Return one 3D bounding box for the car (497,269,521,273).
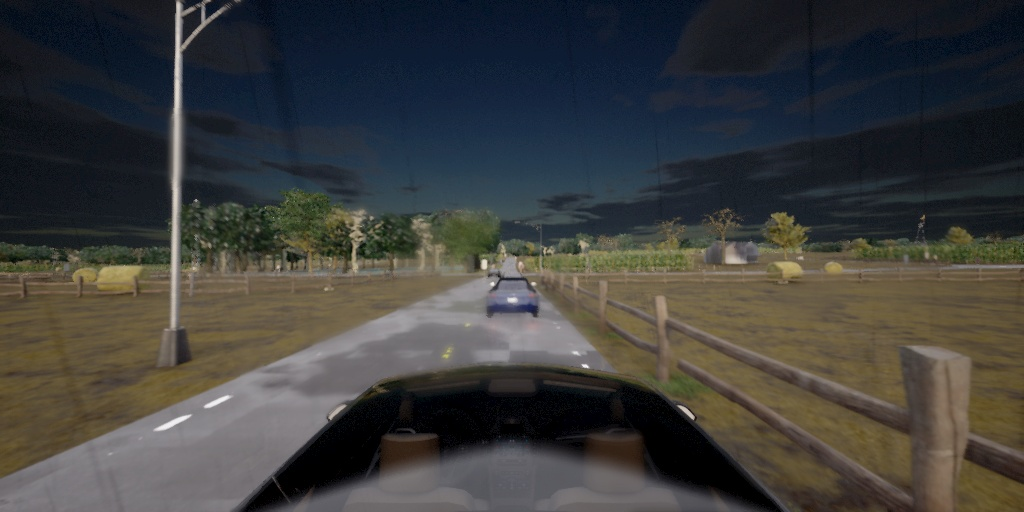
[{"bbox_3d":[0.040,1.917,28.565,1.895,1.301,4.718,0,-2,1],"label":"car"}]

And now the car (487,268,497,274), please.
[{"bbox_3d":[-2.820,2.675,56.640,1.882,1.535,5.008,0,-2,0],"label":"car"}]

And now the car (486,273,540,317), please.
[{"bbox_3d":[0.048,1.529,14.313,1.994,1.385,4.181,0,-1,1],"label":"car"}]
